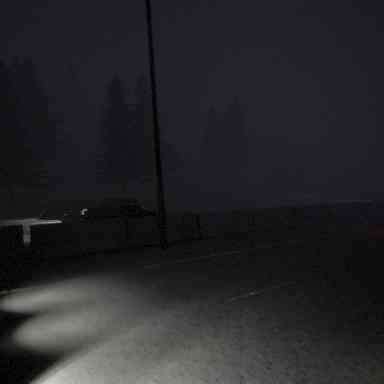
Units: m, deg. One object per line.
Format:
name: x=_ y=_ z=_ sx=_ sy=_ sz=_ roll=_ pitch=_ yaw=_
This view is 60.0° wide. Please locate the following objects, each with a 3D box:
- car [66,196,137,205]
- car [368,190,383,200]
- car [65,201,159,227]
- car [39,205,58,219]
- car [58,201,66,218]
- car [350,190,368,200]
car: x=-5.378 y=1.128 z=21.650 sx=4.553 sy=1.767 sz=2.097 roll=-2 pitch=1 yaw=-35
car: x=29.421 y=0.494 z=50.646 sx=4.892 sy=1.490 sz=1.837 roll=-1 pitch=1 yaw=-35
car: x=-4.116 y=1.402 z=18.252 sx=4.718 sy=1.301 sz=1.895 roll=-2 pitch=1 yaw=-35
car: x=-9.568 y=1.328 z=27.260 sx=5.357 sy=1.411 sz=2.033 roll=-2 pitch=1 yaw=-35
car: x=-7.278 y=1.336 z=24.593 sx=4.181 sy=1.385 sz=1.994 roll=-2 pitch=1 yaw=-35
car: x=27.375 y=0.439 z=53.485 sx=5.008 sy=1.535 sz=1.882 roll=-1 pitch=1 yaw=-35
